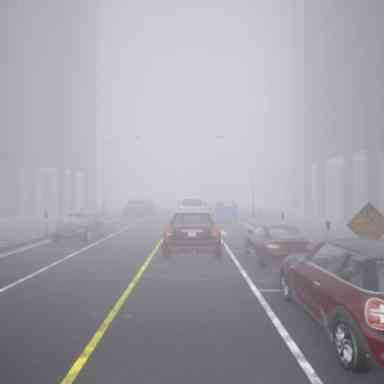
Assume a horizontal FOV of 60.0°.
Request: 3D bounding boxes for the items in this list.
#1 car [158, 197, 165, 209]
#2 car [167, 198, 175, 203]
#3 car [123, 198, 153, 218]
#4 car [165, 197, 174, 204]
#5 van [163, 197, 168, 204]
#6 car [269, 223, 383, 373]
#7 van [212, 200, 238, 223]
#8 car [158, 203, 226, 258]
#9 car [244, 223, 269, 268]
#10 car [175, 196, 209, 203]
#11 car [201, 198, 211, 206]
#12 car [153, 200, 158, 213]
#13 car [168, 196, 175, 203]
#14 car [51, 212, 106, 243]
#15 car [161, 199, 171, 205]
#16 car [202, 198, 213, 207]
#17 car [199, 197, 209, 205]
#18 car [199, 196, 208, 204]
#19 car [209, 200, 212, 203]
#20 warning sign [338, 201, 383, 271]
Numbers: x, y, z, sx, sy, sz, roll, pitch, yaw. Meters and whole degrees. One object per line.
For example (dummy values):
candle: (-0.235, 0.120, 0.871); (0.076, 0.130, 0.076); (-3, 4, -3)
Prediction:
car: (-5.676, 1.975, 50.665); (1.752, 1.417, 4.829); (0, 0, 1)
car: (-5.683, 2.359, 90.343); (1.887, 1.381, 4.507); (0, -1, 0)
car: (-5.672, 1.633, 33.959); (2.192, 1.841, 5.009); (0, 0, 0)
car: (-5.682, 2.197, 84.706); (1.967, 1.590, 4.097); (0, -1, 0)
van: (-5.677, 1.933, 67.790); (1.690, 1.788, 3.998); (0, 0, 0)
car: (2.857, 1.499, 5.738); (1.967, 1.590, 4.097); (0, -1, 0)
van: (2.854, 1.611, 28.298); (1.690, 1.788, 3.998); (0, 0, 0)
car: (0.020, 1.484, 13.430); (2.097, 1.767, 4.553); (0, -1, 1)
car: (2.856, 1.696, 11.378); (1.802, 1.307, 4.206); (0, -1, 0)
car: (0.006, 1.488, 27.567); (2.150, 2.045, 5.566); (0, 0, 0)
car: (2.847, 2.032, 67.776); (1.967, 1.590, 4.097); (0, -1, 0)
car: (-5.673, 1.679, 39.599); (2.192, 1.841, 5.009); (0, 0, 0)
car: (-3.028, 1.923, 65.406); (2.097, 1.767, 4.553); (0, -1, 0)
car: (-5.671, 1.719, 17.038); (2.008, 1.369, 4.403); (0, -1, 0)
car: (-5.679, 2.210, 73.427); (1.947, 1.339, 4.313); (0, -1, 0)
car: (2.848, 1.982, 62.137); (1.967, 1.590, 4.097); (0, -1, 0)
car: (2.845, 2.015, 79.056); (2.192, 1.841, 5.009); (0, -1, 0)
car: (2.844, 2.072, 84.695); (2.192, 1.841, 5.009); (0, -1, 0)
car: (2.854, 1.844, 34.108); (1.752, 1.417, 4.829); (0, 0, 0)
warning sign: (5.064, 1.211, 9.540); (1.300, 1.860, 1.060); (0, -1, 0)
